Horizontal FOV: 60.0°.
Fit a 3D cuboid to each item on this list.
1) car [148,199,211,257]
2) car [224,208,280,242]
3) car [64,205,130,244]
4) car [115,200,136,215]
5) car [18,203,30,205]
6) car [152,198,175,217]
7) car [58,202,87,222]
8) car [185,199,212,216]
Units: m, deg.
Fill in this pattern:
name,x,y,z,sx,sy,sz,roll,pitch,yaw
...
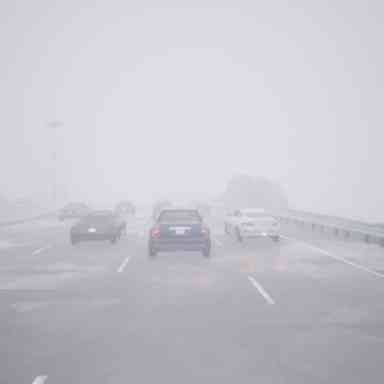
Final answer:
name,x,y,z,sx,sy,sz,roll,pitch,yaw
car,-0.533,1.310,12.915,2.097,1.767,4.553,0,0,-4
car,2.764,1.467,15.883,1.812,1.442,4.674,0,0,-5
car,-4.247,1.518,15.595,1.994,1.385,4.181,0,0,-5
car,-6.463,1.467,32.089,1.994,1.385,4.181,0,0,-10
car,-25.346,1.422,50.218,2.033,1.411,5.357,0,0,-16
car,-2.799,1.404,31.474,1.837,1.490,4.892,0,0,-9
car,-8.953,1.476,25.858,2.033,1.411,5.357,0,0,-8
car,0.570,1.416,32.500,1.812,1.442,4.674,0,0,-10
